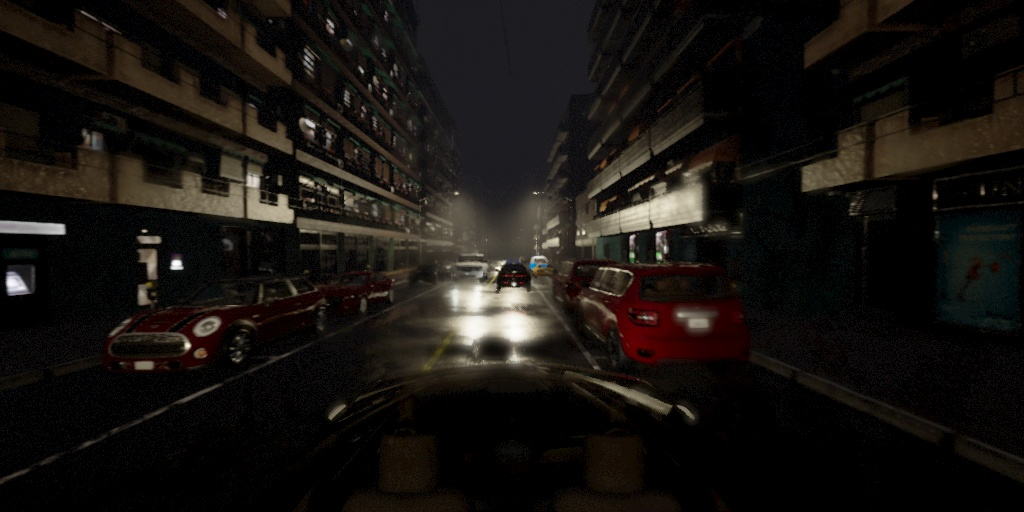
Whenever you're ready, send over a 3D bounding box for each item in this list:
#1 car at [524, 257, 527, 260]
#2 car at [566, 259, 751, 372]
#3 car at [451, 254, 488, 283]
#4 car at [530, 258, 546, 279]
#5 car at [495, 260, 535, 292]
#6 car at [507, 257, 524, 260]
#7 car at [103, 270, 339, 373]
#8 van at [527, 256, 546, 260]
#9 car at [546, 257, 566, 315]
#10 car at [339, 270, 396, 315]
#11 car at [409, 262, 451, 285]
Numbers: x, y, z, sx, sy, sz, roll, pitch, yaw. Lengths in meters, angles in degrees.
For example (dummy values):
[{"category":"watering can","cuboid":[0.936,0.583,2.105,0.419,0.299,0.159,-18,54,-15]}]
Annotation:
[{"category":"car","cuboid":[2.704,1.027,64.383,2.007,1.370,4.403,0,0,0]},{"category":"car","cuboid":[2.691,1.037,7.538,2.192,1.841,5.009,0,0,0]},{"category":"car","cuboid":[-2.998,0.852,26.948,2.150,2.045,5.566,0,0,0]},{"category":"car","cuboid":[2.696,1.142,30.446,1.751,1.417,4.829,0,0,0]},{"category":"car","cuboid":[0.105,1.166,20.469,1.837,1.490,4.892,0,0,0]},{"category":"car","cuboid":[0.112,1.035,44.119,1.882,1.535,5.008,0,0,0]},{"category":"car","cuboid":[-5.690,1.161,7.543,1.967,1.591,4.097,0,0,0]},{"category":"van","cuboid":[2.698,0.933,35.960,1.690,1.789,3.998,0,0,0]},{"category":"car","cuboid":[2.692,1.009,13.222,2.192,1.841,5.009,0,0,0]},{"category":"car","cuboid":[-5.689,1.240,13.228,1.888,1.381,4.507,0,0,0]},{"category":"car","cuboid":[-5.686,1.208,24.597,1.948,1.339,4.313,0,0,0]}]
